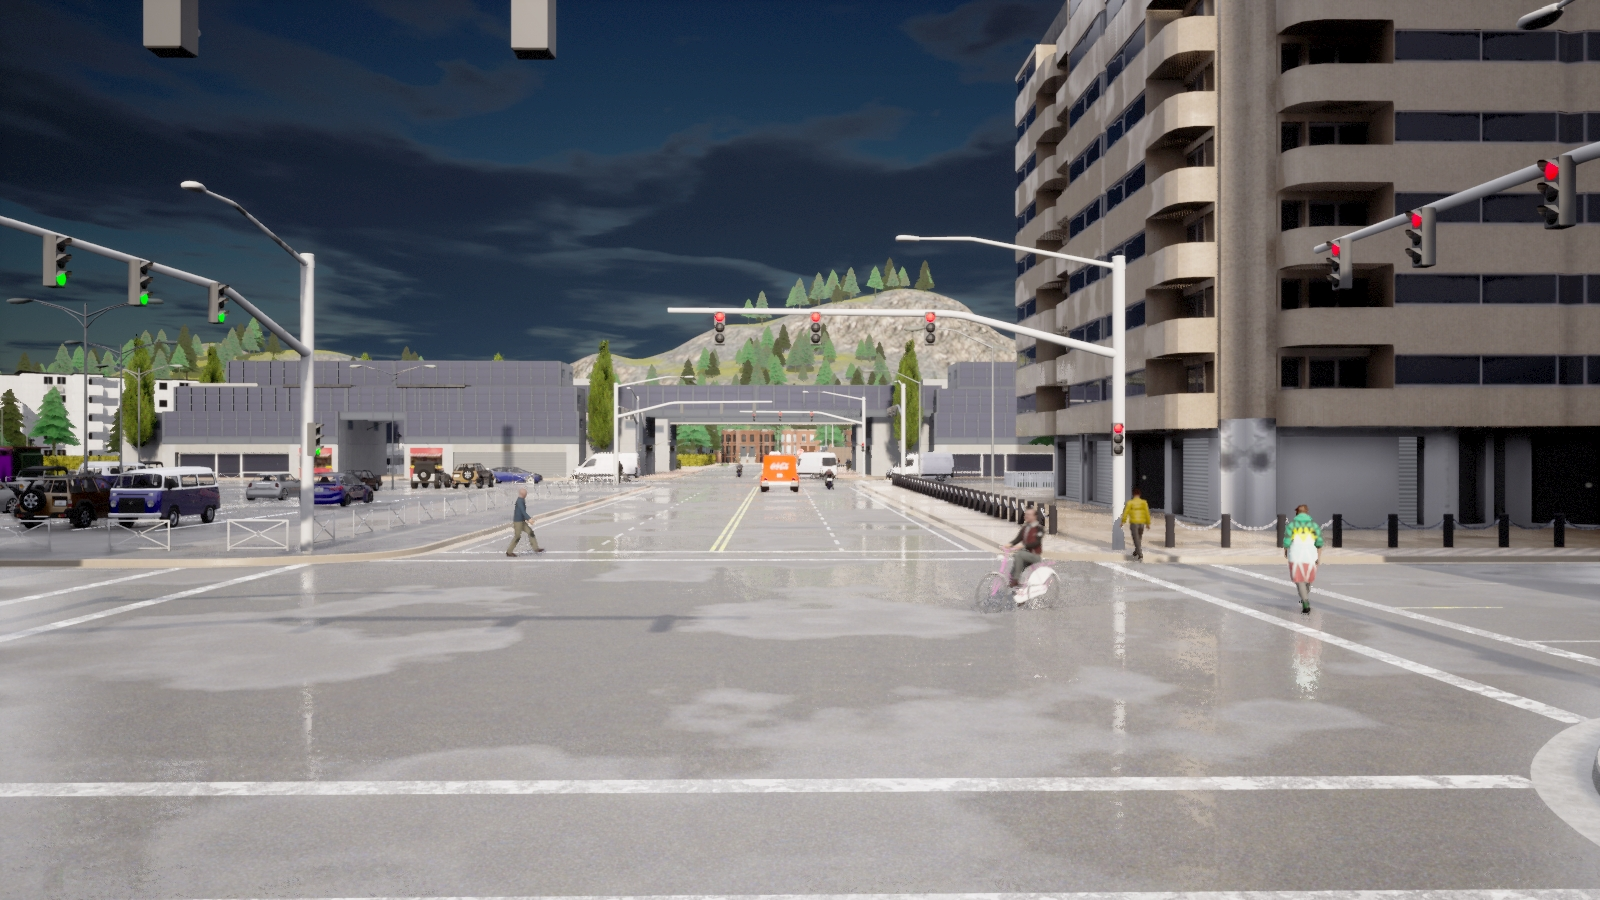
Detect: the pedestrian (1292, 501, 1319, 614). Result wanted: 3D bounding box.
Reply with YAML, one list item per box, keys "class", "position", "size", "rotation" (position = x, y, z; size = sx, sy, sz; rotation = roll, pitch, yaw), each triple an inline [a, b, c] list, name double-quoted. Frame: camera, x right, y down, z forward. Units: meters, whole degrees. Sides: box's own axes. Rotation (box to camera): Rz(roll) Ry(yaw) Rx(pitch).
- class: "pedestrian"
  position: [8.523, 1.804, 19.277]
  size: [0.375, 1.860, 0.375]
  rotation: [0, 0, 18]

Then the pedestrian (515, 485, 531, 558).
- class: "pedestrian"
  position: [-7.152, 1.834, 29.491]
  size: [0.375, 1.860, 0.375]
  rotation: [0, 0, -8]

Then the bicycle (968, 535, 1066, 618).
- class: "bicycle"
  position: [3.706, 2.130, 19.446]
  size: [1.835, 1.271, 0.329]
  rotation: [0, 1, -30]

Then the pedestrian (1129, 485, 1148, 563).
- class: "pedestrian"
  position: [8.235, 1.797, 27.830]
  size: [0.375, 1.860, 0.375]
  rotation: [0, 0, 4]

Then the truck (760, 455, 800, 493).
- class: "truck"
  position: [-1.366, 1.564, 77.071]
  size: [2.627, 2.467, 5.204]
  rotation: [0, 0, -1]
